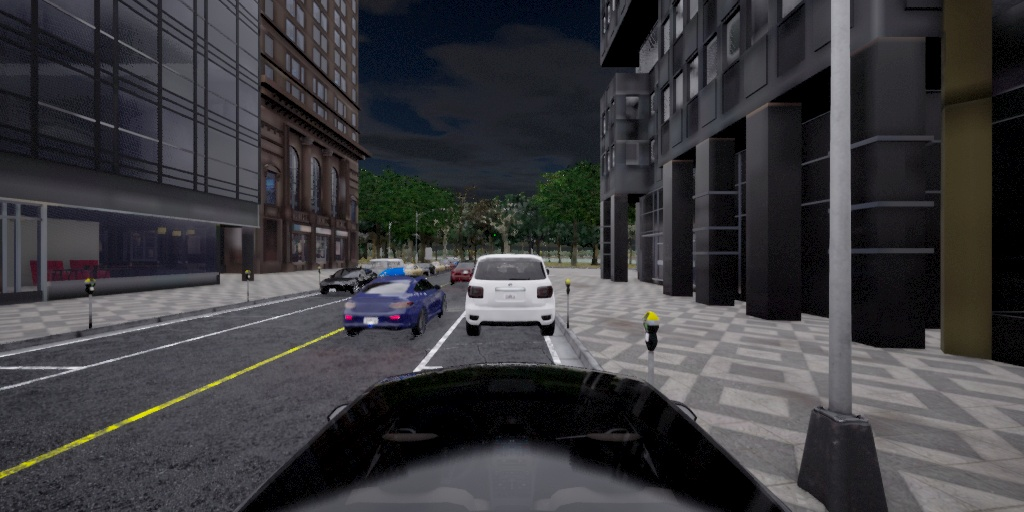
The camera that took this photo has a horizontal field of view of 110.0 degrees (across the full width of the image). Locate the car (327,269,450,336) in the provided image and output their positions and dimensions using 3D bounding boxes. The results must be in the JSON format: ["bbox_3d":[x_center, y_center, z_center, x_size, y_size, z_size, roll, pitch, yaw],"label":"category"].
[{"bbox_3d":[-3.147,1.276,10.297,1.812,1.442,4.674,0,0,0],"label":"car"}]

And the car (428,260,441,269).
[{"bbox_3d":[-8.908,1.322,36.298,1.948,1.339,4.313,0,0,0],"label":"car"}]

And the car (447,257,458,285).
[{"bbox_3d":[-3.077,1.104,25.971,2.097,1.767,4.553,0,0,0],"label":"car"}]

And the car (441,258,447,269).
[{"bbox_3d":[-8.908,1.284,41.566,1.751,1.417,4.829,0,0,0],"label":"car"}]

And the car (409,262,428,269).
[{"bbox_3d":[-8.908,1.280,30.691,1.751,1.417,4.829,0,0,0],"label":"car"}]

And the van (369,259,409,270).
[{"bbox_3d":[-8.908,1.093,25.423,1.690,1.789,3.998,0,0,0],"label":"van"}]

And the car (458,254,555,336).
[{"bbox_3d":[-0.039,0.971,10.530,2.150,2.045,5.566,0,0,0],"label":"car"}]

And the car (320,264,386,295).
[{"bbox_3d":[-8.908,1.317,19.986,1.948,1.339,4.313,0,0,0],"label":"car"}]
